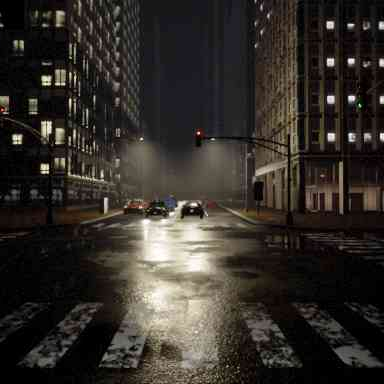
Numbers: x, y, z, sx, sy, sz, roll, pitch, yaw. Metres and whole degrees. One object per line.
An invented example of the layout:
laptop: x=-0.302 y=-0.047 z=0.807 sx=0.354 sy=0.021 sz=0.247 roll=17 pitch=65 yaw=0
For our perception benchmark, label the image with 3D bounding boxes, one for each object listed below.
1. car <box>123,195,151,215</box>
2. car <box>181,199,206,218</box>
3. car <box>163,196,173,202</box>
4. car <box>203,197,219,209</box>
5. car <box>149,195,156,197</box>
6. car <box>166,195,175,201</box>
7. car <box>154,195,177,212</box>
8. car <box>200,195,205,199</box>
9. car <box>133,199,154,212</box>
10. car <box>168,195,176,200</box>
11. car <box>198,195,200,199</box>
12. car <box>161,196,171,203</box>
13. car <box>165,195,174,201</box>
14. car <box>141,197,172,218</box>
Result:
car: x=-5.689 y=1.453 z=33.737 sx=1.967 sy=1.590 sz=4.097 roll=1 pitch=0 yaw=0
car: x=0.015 y=1.576 z=30.408 sx=1.994 sy=1.385 sz=4.181 roll=0 pitch=0 yaw=1
car: x=-5.711 y=1.582 z=78.338 sx=2.008 sy=1.369 sz=4.403 roll=1 pitch=0 yaw=0
car: x=2.683 y=1.599 z=44.953 sx=1.802 sy=1.307 sz=4.206 roll=1 pitch=0 yaw=0
car: x=-5.691 y=1.332 z=44.887 sx=2.192 sy=1.841 sz=5.009 roll=1 pitch=0 yaw=0
car: x=-5.716 y=1.587 z=89.489 sx=2.008 sy=1.369 sz=4.403 roll=1 pitch=0 yaw=0
car: x=-3.115 y=1.493 z=39.825 sx=1.882 sy=1.535 sz=5.008 roll=0 pitch=0 yaw=0
car: x=2.680 y=1.547 z=56.279 sx=1.752 sy=1.417 sz=4.829 roll=1 pitch=0 yaw=0
car: x=-5.694 y=1.597 z=39.312 sx=1.802 sy=1.307 sz=4.206 roll=1 pitch=0 yaw=0
car: x=-5.719 y=1.605 z=95.064 sx=1.947 sy=1.339 sz=4.313 roll=1 pitch=0 yaw=0
car: x=2.676 y=1.590 z=61.686 sx=1.947 sy=1.339 sz=4.313 roll=1 pitch=0 yaw=0
car: x=-5.708 y=1.573 z=72.763 sx=1.887 sy=1.381 sz=4.507 roll=1 pitch=0 yaw=0
car: x=-5.713 y=1.578 z=83.913 sx=1.887 sy=1.381 sz=4.507 roll=1 pitch=0 yaw=0
car: x=-3.112 y=1.516 z=30.320 sx=1.837 sy=1.490 sz=4.892 roll=0 pitch=0 yaw=0
